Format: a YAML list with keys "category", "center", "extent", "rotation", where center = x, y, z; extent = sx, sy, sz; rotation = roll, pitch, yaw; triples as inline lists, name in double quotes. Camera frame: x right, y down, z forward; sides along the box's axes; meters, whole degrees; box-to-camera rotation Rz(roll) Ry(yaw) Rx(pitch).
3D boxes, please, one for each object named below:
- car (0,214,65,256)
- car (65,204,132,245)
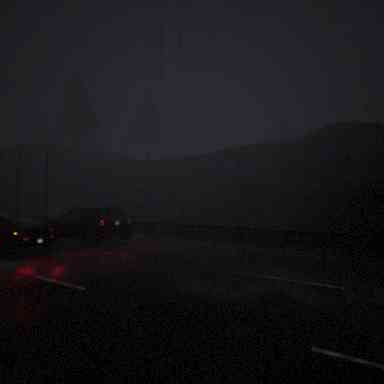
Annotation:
- category: "car"
  center: [-7.481, 1.609, 13.507]
  extent: [4.674, 1.442, 1.812]
  rotation: [0, 0, 34]
- category: "car"
  center: [-5.099, 1.431, 16.105]
  extent: [4.553, 1.767, 2.097]
  rotation: [0, 0, 34]
